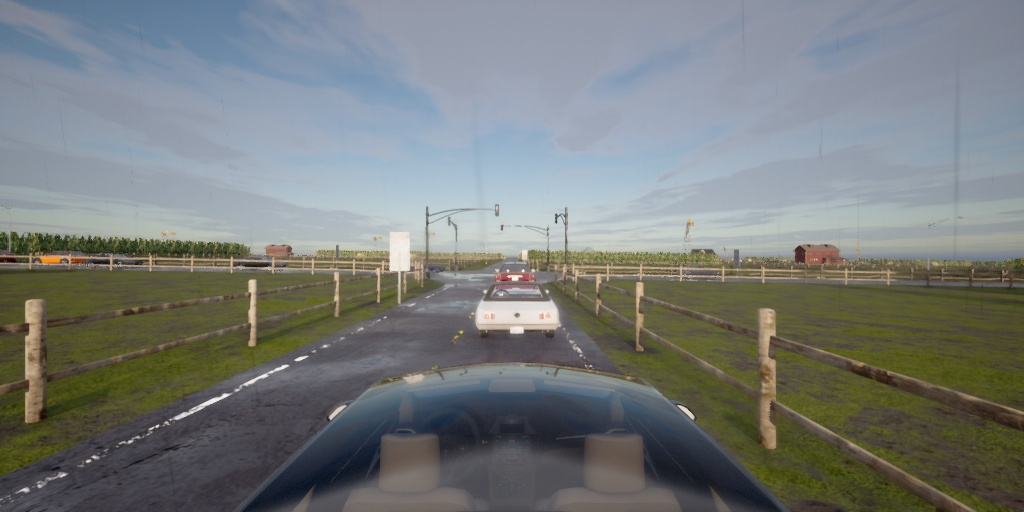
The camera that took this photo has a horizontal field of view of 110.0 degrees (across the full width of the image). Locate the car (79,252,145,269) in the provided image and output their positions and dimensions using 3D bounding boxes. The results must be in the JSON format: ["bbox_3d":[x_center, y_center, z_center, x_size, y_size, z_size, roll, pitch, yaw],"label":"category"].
[{"bbox_3d":[-40.674,0.527,36.808,4.892,1.490,1.837,1,0,0],"label":"car"}]

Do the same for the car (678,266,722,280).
[{"bbox_3d":[19.231,1.698,36.609,4.181,1.385,1.994,1,0,0],"label":"car"}]

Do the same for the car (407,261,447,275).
[{"bbox_3d":[-9.058,1.198,36.696,4.718,1.301,1.895,1,0,0],"label":"car"}]

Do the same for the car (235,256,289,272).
[{"bbox_3d":[-25.518,0.798,36.748,4.892,1.490,1.837,1,0,0],"label":"car"}]

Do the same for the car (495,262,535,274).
[{"bbox_3d":[0.180,1.101,19.123,2.097,1.767,4.553,0,0,1],"label":"car"}]

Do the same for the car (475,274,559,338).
[{"bbox_3d":[0.124,1.350,10.135,1.895,1.301,4.718,0,0,0],"label":"car"}]
